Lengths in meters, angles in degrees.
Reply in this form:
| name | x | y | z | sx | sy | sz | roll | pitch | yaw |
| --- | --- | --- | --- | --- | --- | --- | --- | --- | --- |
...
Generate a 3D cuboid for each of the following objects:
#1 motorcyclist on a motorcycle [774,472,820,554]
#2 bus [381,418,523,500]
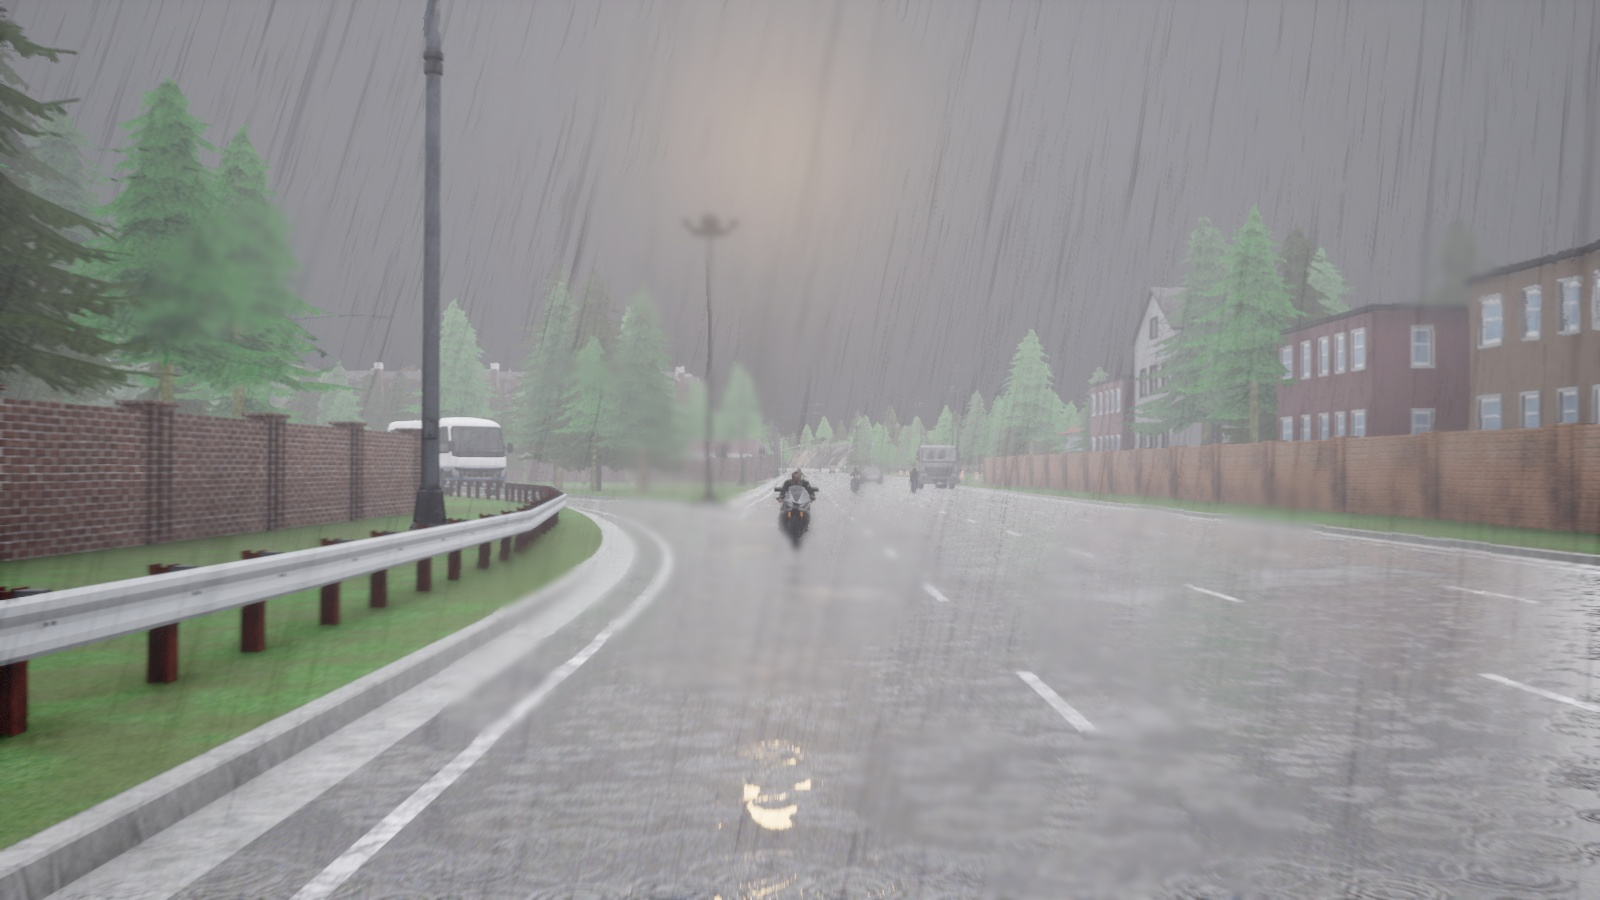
| name | x | y | z | sx | sy | sz | roll | pitch | yaw |
| --- | --- | --- | --- | --- | --- | --- | --- | --- | --- |
| motorcyclist on a motorcycle | -0.063 | 1.206 | 24.674 | 0.866 | 1.530 | 2.191 | 0 | -1 | 0 |
| bus | -19.610 | 0.536 | 70.151 | 3.944 | 4.253 | 10.273 | 0 | -1 | -39 |
